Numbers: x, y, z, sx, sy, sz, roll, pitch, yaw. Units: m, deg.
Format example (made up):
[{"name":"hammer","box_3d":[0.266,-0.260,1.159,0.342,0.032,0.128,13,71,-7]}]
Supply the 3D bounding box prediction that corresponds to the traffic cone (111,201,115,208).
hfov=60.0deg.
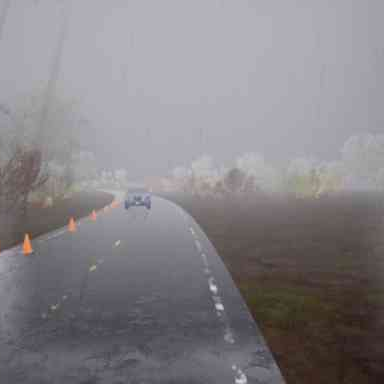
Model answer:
[{"name":"traffic cone","box_3d":[-7.234,1.139,30.561,0.340,0.580,0.340,0,2,-8]}]

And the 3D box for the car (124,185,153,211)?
[{"name":"car","box_3d":[-4.657,0.446,29.082,2.150,2.045,5.566,0,2,-7]}]

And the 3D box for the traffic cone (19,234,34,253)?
[{"name":"traffic cone","box_3d":[-5.404,1.663,10.881,0.340,0.580,0.340,0,2,-3]}]

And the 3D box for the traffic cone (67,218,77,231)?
[{"name":"traffic cone","box_3d":[-5.709,1.532,15.814,0.340,0.580,0.340,0,2,-4]}]
